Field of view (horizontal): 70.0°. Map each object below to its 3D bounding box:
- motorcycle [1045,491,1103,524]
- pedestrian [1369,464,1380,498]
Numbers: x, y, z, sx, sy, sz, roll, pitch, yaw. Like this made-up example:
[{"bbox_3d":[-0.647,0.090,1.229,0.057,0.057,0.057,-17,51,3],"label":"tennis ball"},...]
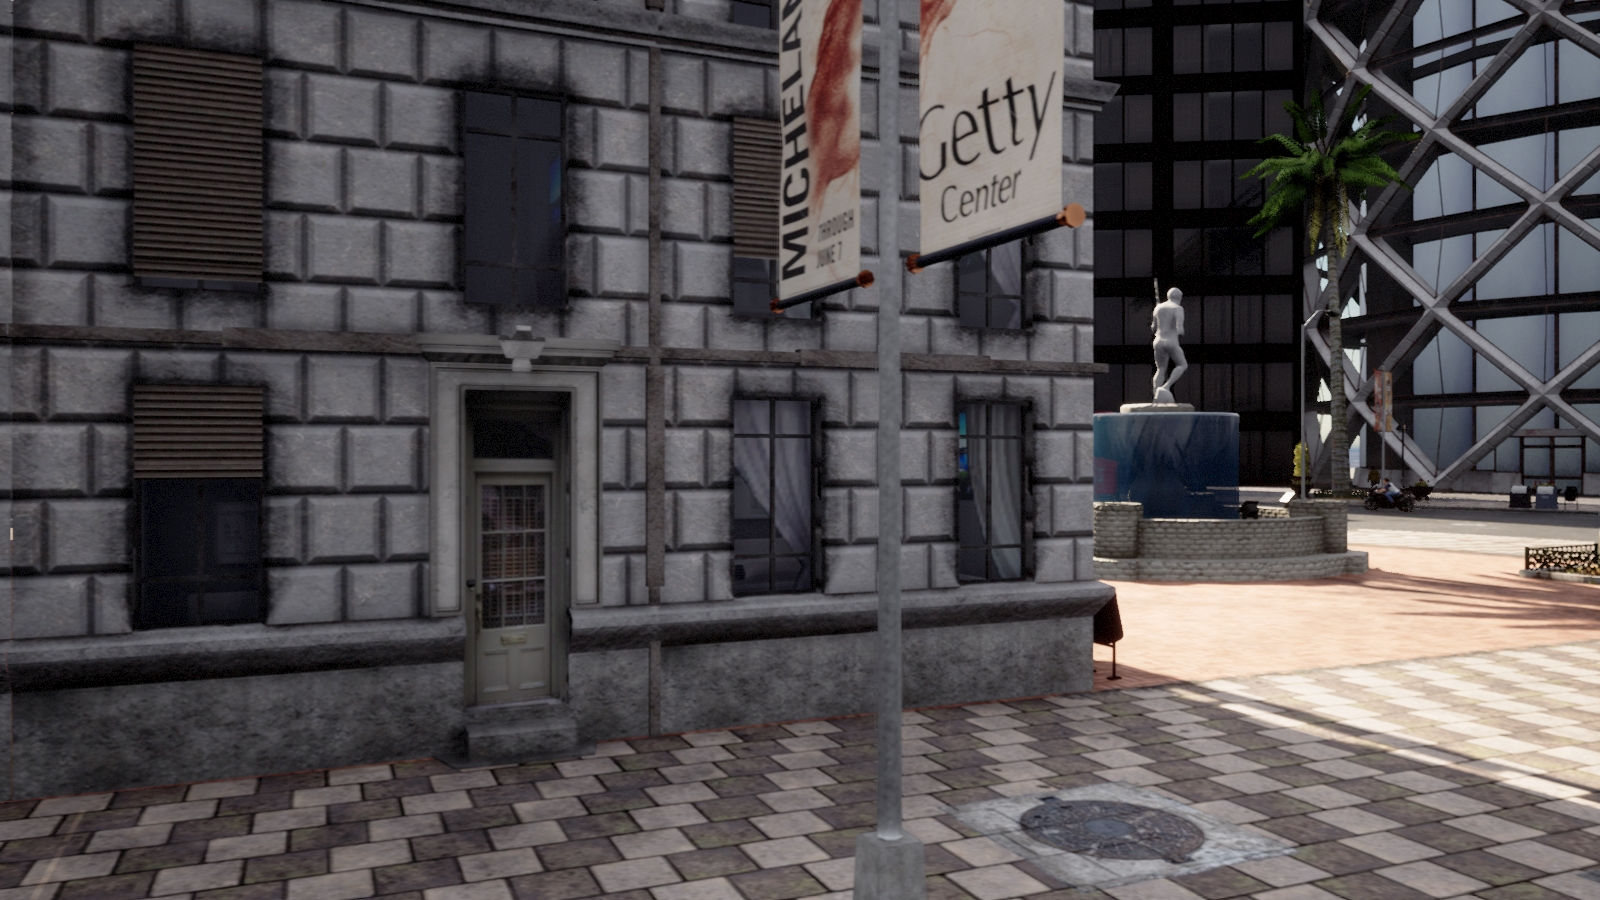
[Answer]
[{"bbox_3d":[10.545,2.200,43.956,2.033,1.145,0.803,0,0,41],"label":"motorcycle"},{"bbox_3d":[31.122,1.672,61.913,0.375,1.860,0.375,0,0,-15],"label":"pedestrian"}]
